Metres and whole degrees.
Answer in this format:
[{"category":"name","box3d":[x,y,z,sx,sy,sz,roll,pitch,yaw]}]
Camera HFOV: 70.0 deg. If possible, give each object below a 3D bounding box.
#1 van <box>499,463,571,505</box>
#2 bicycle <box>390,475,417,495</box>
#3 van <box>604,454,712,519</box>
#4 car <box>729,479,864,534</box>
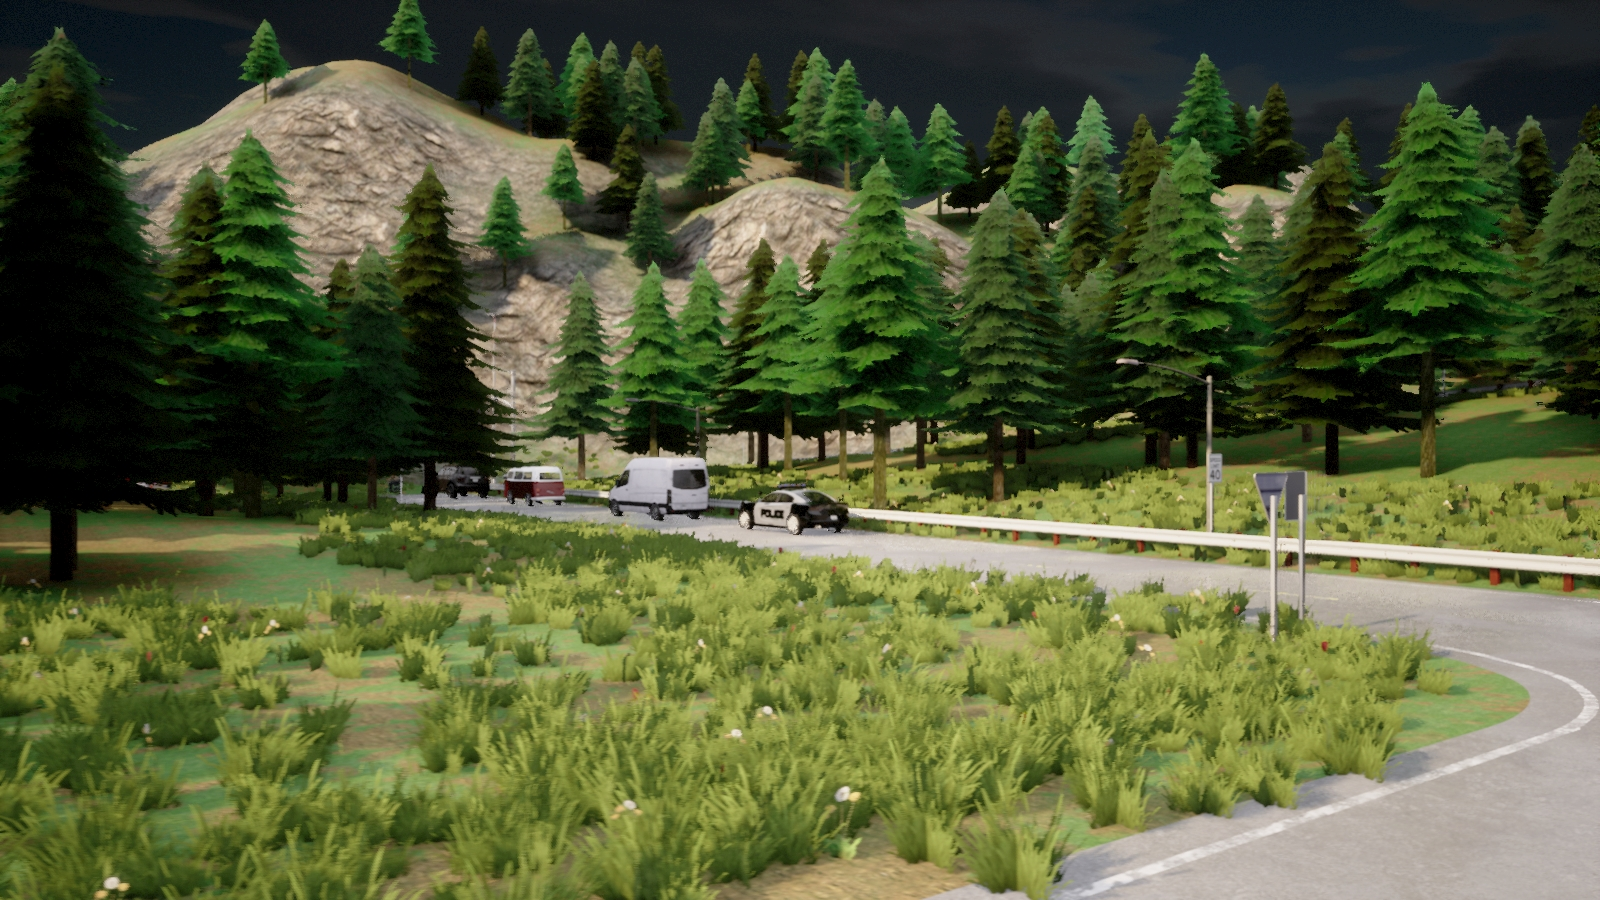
[{"category":"van","box3d":[-13.781,1.718,59.203,2.069,2.038,4.480,0,0,-35]},{"category":"bicycle","box3d":[-25.191,2.215,72.604,1.487,1.176,0.859,-4,-2,30]},{"category":"van","box3d":[-6.101,1.469,48.333,1.988,2.561,5.915,0,0,-35]},{"category":"car","box3d":[-0.204,1.916,40.202,2.097,1.638,5.238,0,0,-35]}]
